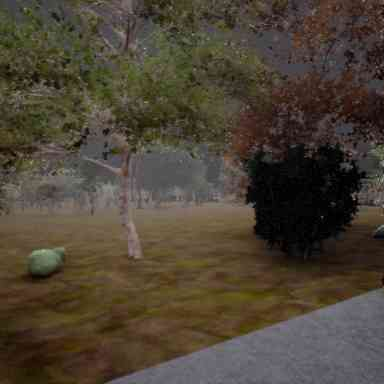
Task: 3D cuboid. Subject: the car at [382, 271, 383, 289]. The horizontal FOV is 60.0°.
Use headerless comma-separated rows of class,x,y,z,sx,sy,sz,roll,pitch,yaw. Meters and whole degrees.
car,6.123,1.544,7.451,4.674,1.442,1.812,0,0,-36
